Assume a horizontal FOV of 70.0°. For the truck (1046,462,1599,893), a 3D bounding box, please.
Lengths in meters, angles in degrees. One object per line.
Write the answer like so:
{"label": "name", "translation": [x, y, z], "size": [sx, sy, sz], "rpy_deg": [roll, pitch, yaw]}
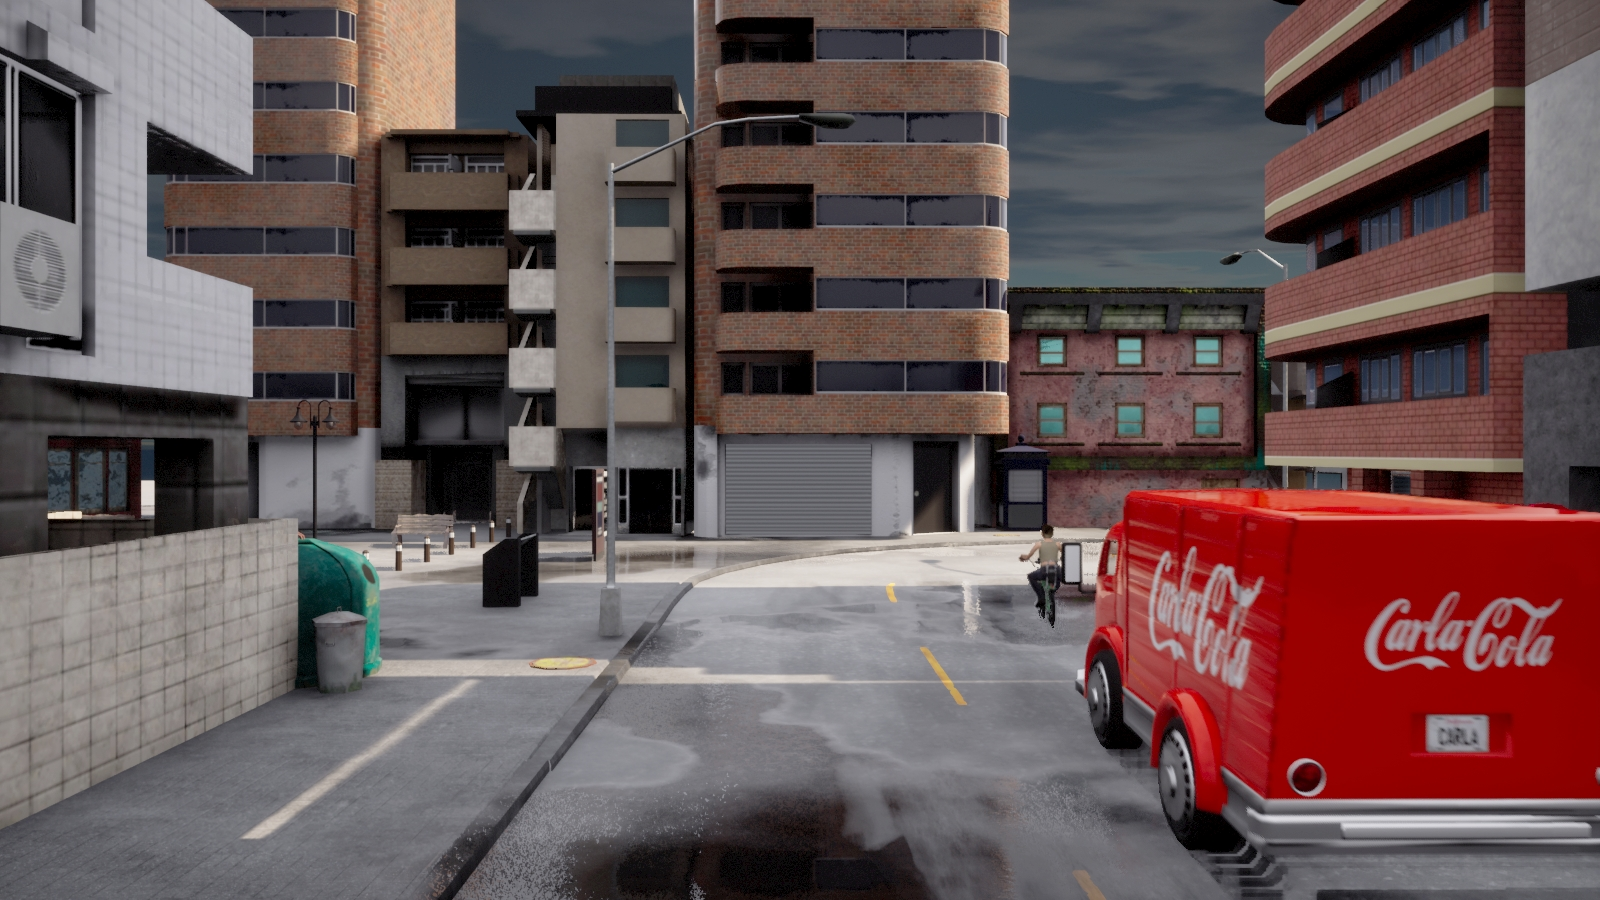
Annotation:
{"label": "truck", "translation": [3.884, 1.352, 9.276], "size": [2.627, 2.467, 5.204], "rpy_deg": [0, 0, 0]}

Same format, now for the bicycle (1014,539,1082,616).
{"label": "bicycle", "translation": [4.009, 2.044, 18.570], "size": [0.859, 1.080, 1.487], "rpy_deg": [0, 0, 3]}
